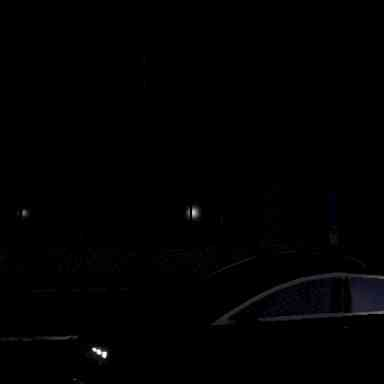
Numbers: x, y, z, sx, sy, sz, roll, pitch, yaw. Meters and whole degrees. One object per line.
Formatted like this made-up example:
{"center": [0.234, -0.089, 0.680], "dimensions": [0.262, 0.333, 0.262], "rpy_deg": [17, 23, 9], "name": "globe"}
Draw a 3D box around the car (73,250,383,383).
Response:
{"center": [1.178, 1.491, 3.920], "dimensions": [4.902, 1.511, 2.128], "rpy_deg": [0, 0, -4], "name": "car"}
